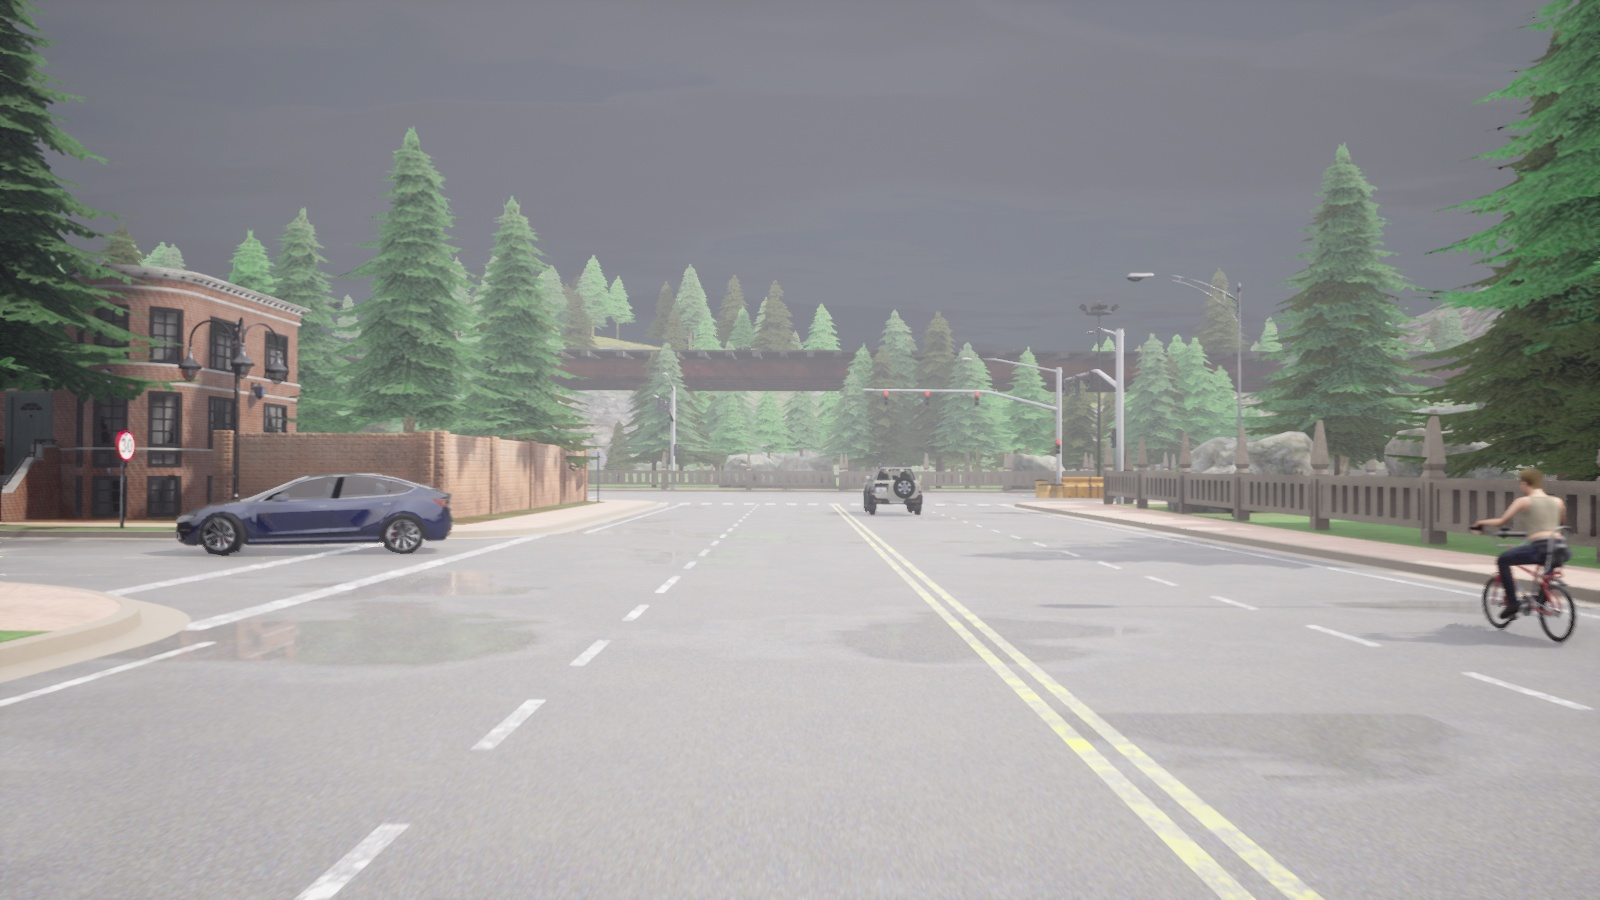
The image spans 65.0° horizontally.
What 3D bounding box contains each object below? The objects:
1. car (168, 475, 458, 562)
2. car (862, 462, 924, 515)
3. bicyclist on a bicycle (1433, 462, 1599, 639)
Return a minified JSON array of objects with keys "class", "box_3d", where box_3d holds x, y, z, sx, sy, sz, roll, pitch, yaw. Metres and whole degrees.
[{"class":"car","box_3d":[-8.945,1.220,23.373,4.792,1.488,2.163,1,-1,-20]},{"class":"car","box_3d":[3.389,1.390,46.457,1.932,1.855,4.605,0,-1,0]},{"class":"bicyclist on a bicycle","box_3d":[6.976,0.926,12.207,0.866,1.612,1.509,0,-1,0]}]
